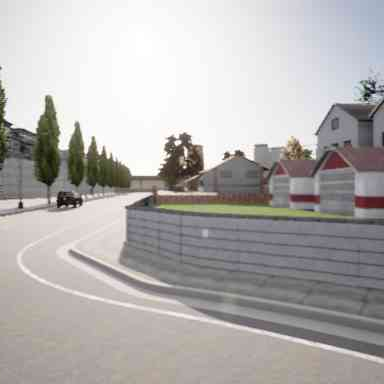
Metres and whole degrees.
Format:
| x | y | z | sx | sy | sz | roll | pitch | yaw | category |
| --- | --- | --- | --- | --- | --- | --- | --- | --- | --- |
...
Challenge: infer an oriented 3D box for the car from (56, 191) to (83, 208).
| x | y | z | sx | sy | sz | roll | pitch | yaw | category |
| --- | --- | --- | --- | --- | --- | --- | --- | --- | --- |
| -15.058 | 0.893 | 41.194 | 2.150 | 2.045 | 5.566 | 0 | 0 | -7 | car |
